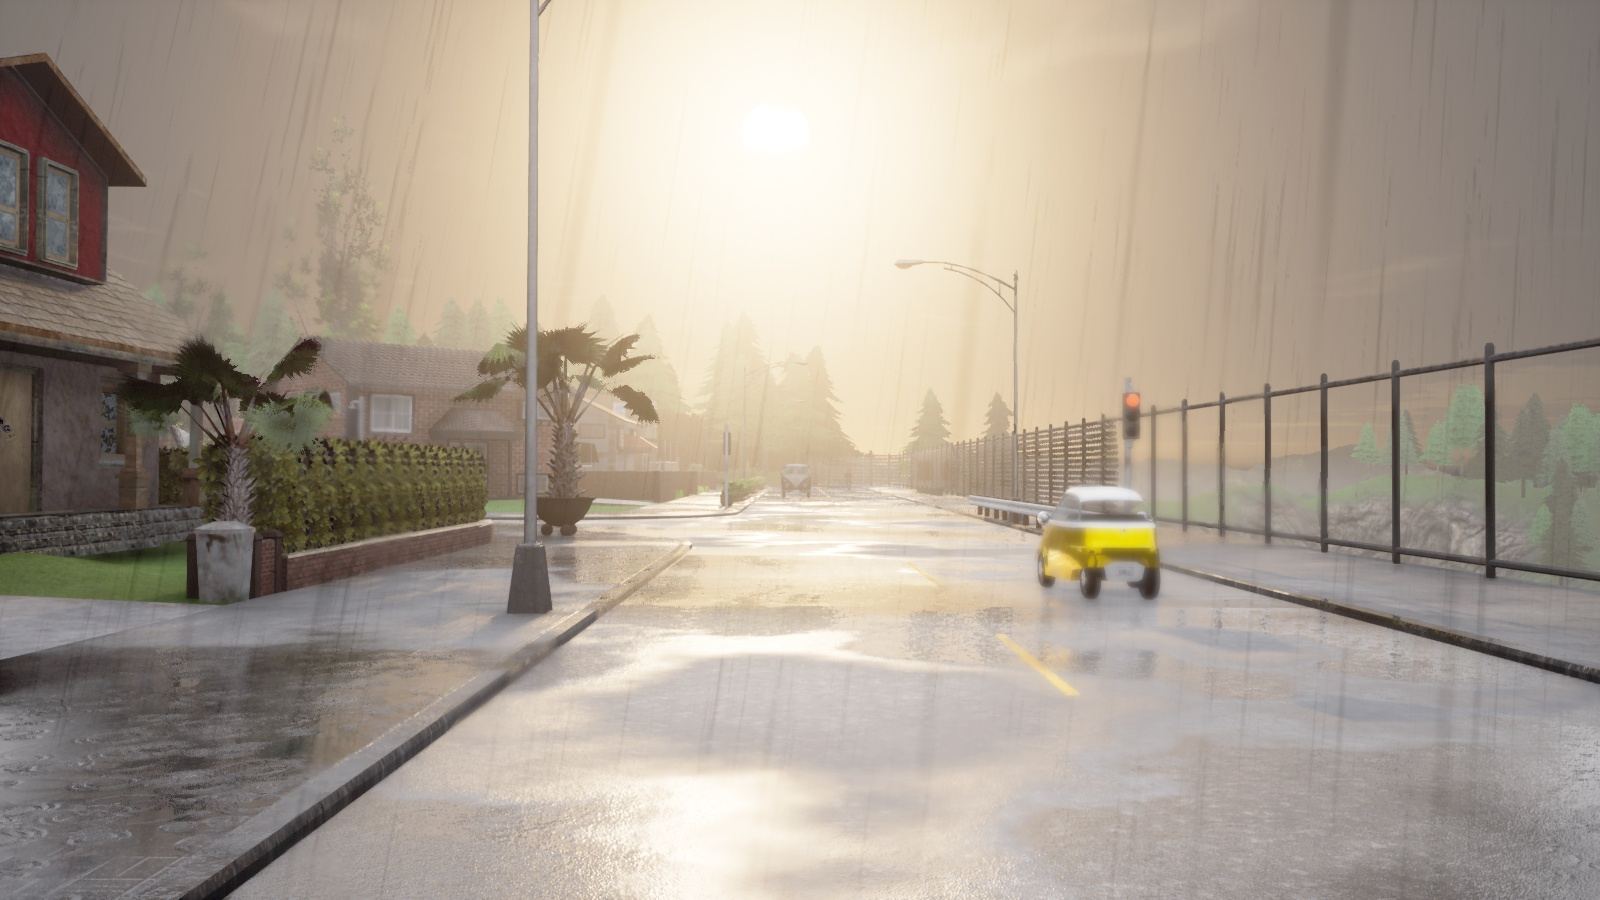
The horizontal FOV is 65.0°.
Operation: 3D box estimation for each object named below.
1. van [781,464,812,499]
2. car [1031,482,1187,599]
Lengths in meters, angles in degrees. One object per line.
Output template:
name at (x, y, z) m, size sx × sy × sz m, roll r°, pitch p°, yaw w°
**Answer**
van at (-0.208, 1.804, 73.800) m, size 1.775 × 1.987 × 4.442 m, roll 0°, pitch -1°, yaw 0°
car at (3.959, 1.128, 16.375) m, size 1.481 × 1.376 × 2.207 m, roll 0°, pitch -1°, yaw 0°
